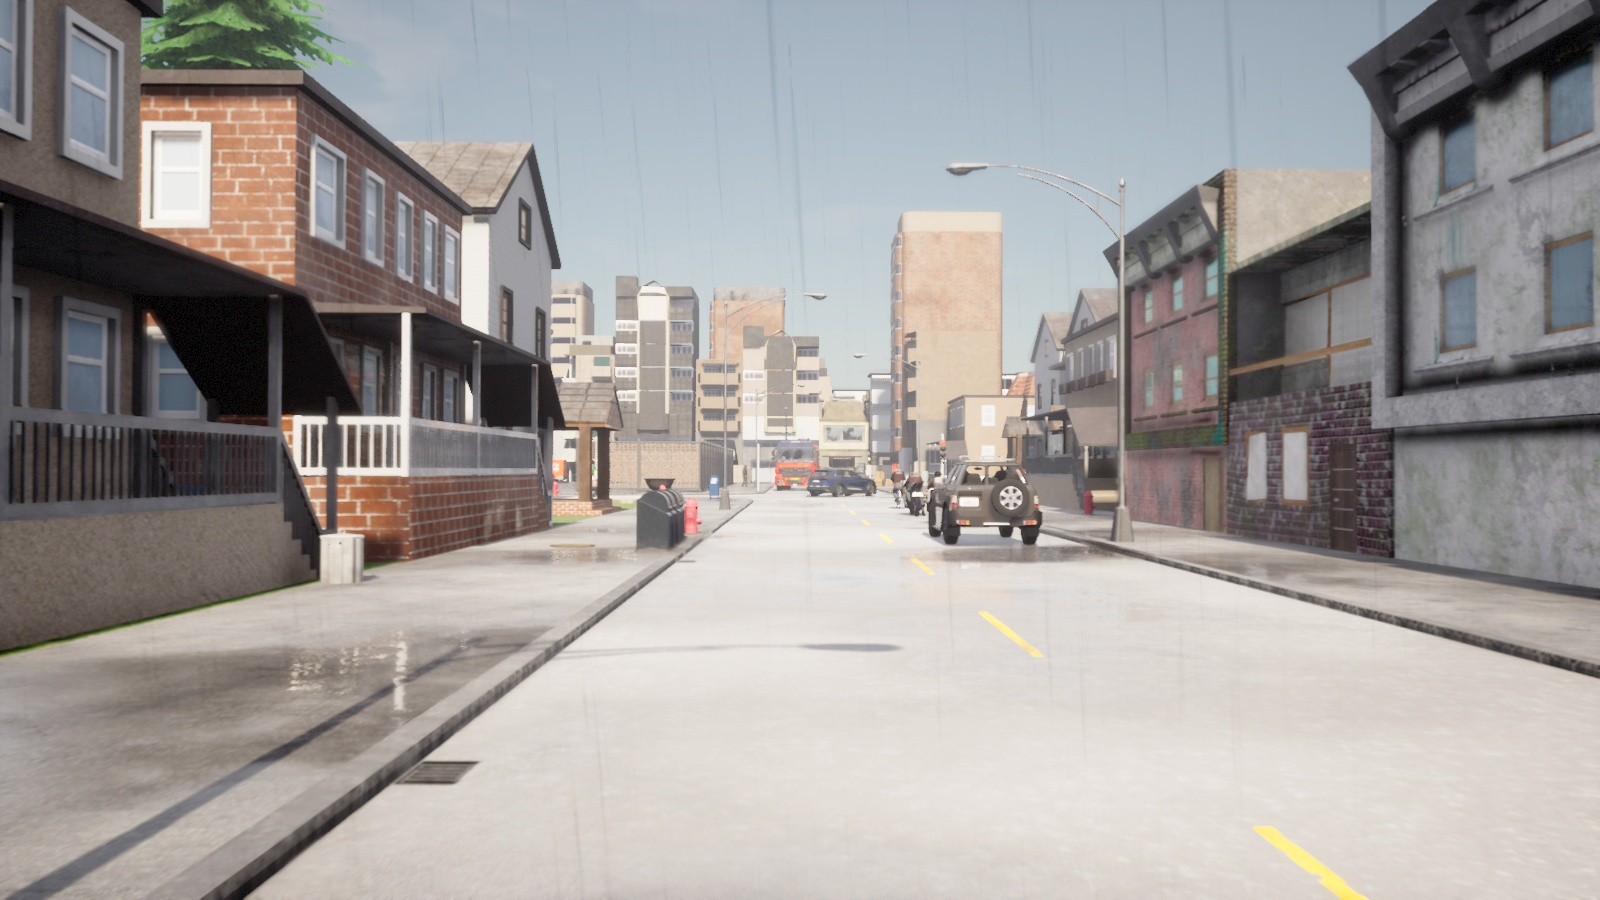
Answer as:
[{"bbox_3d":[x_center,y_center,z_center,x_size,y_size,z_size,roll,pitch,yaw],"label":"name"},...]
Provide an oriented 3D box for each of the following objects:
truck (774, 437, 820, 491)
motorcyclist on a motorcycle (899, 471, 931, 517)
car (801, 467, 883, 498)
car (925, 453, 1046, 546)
[{"bbox_3d":[-0.154,1.050,92.302,2.891,3.827,8.468,0,-1,3],"label":"truck"},{"bbox_3d":[3.895,1.480,42.699,0.866,1.530,2.191,0,-1,0],"label":"motorcyclist on a motorcycle"},{"bbox_3d":[2.435,1.818,71.489,2.033,1.649,4.856,0,-1,41],"label":"car"},{"bbox_3d":[3.933,1.030,27.426,1.932,1.855,4.605,0,-1,0],"label":"car"}]
